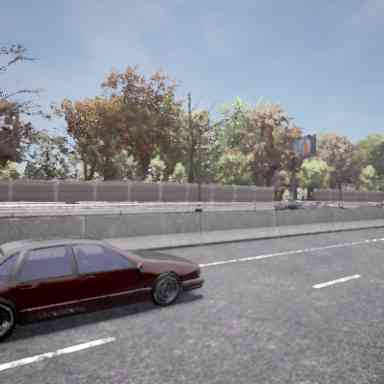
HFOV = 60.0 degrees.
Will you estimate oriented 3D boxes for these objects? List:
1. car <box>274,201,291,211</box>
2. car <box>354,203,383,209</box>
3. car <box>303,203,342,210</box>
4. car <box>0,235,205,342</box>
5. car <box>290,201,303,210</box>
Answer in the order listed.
[{"bbox_3d":[12.771,1.926,43.205,5.008,1.535,1.882,1,-1,-35],"label":"car"},{"bbox_3d":[18.041,1.940,34.066,4.892,1.490,1.837,1,-1,-35],"label":"car"},{"bbox_3d":[14.477,2.012,35.825,4.718,1.301,1.895,1,-1,-35],"label":"car"},{"bbox_3d":[-2.351,1.569,6.369,5.357,1.411,2.033,1,0,-35],"label":"car"},{"bbox_3d":[14.227,2.003,39.944,4.181,1.385,1.994,1,-1,-35],"label":"car"}]
